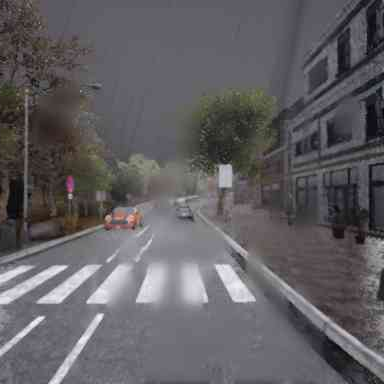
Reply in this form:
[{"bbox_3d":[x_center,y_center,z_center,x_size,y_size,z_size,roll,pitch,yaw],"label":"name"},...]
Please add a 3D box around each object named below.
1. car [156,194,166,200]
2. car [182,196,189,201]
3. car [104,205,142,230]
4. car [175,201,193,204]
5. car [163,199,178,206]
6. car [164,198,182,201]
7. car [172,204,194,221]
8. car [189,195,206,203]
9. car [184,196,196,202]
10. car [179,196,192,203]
[{"bbox_3d":[-8.650,1.420,93.001,2.097,1.767,4.553,0,1,7],"label":"car"},{"bbox_3d":[-2.797,2.254,81.149,2.002,1.452,4.674,-1,1,10],"label":"car"},{"bbox_3d":[-4.930,1.779,24.299,2.097,1.767,4.553,0,-1,-1],"label":"car"},{"bbox_3d":[-1.205,2.532,52.815,2.033,1.411,5.357,0,-1,0],"label":"car"},{"bbox_3d":[-4.513,2.687,64.577,2.002,1.452,4.674,-2,1,2],"label":"car"},{"bbox_3d":[-4.197,2.471,70.709,2.097,1.535,5.008,1,2,7],"label":"car"},{"bbox_3d":[-0.842,2.192,34.291,1.994,1.385,4.181,0,-1,-2],"label":"car"},{"bbox_3d":[1.402,1.963,84.571,2.033,1.411,5.357,0,2,12],"label":"car"},{"bbox_3d":[-0.450,1.874,92.851,2.231,1.521,4.892,0,2,14],"label":"car"},{"bbox_3d":[-1.666,2.048,87.275,2.097,1.535,5.008,-1,2,12],"label":"car"}]
